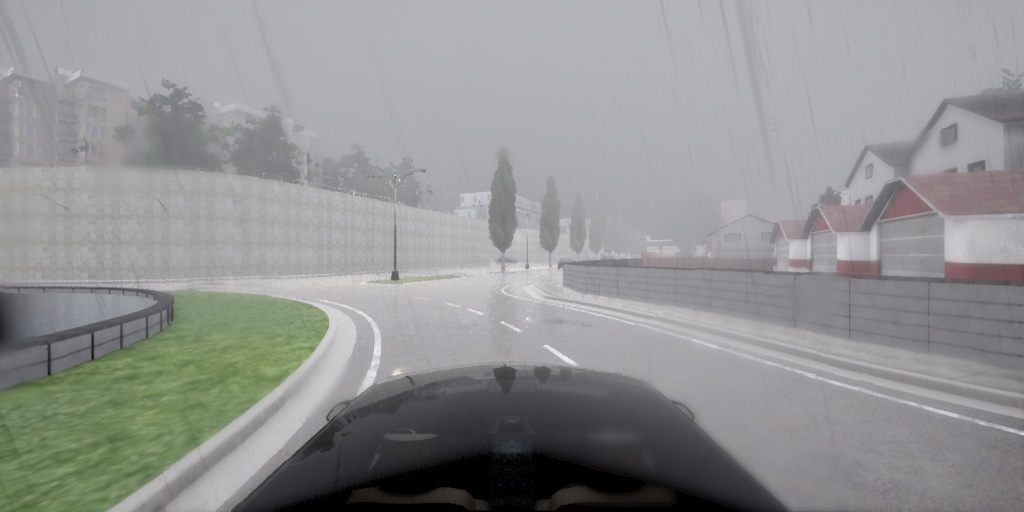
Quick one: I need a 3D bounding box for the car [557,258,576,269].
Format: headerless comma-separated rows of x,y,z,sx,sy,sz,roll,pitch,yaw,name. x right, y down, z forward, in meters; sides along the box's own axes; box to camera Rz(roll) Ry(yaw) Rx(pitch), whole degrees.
8.514,1.121,54.436,2.097,1.767,4.553,0,0,26,car

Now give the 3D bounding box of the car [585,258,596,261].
11.691,1.372,52.966,1.895,1.301,4.718,0,0,26,car
